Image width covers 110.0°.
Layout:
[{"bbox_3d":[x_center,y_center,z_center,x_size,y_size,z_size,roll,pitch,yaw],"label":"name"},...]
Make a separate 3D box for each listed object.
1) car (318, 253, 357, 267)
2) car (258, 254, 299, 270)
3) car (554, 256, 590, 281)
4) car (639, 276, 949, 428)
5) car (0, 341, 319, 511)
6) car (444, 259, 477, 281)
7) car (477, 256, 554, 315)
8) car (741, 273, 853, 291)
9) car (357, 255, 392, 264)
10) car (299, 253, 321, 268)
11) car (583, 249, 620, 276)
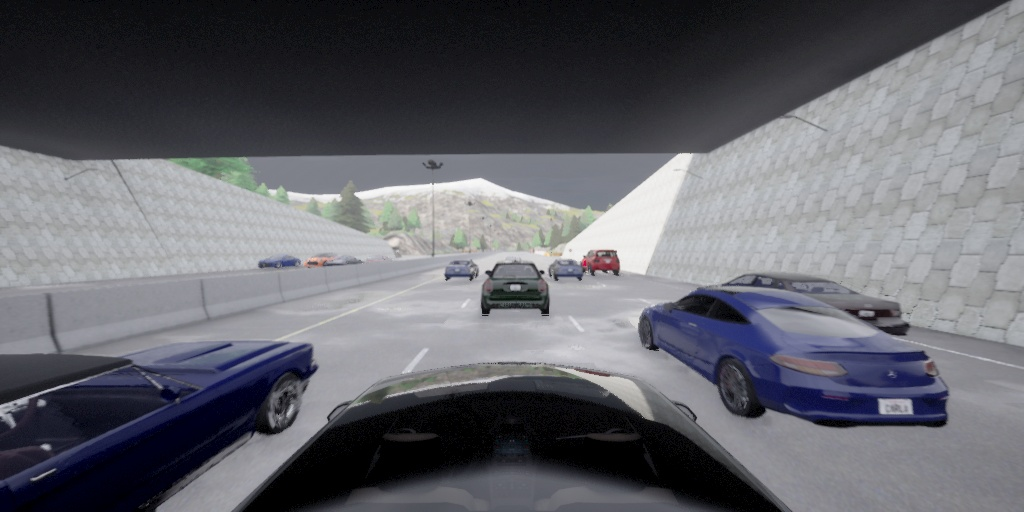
[{"bbox_3d":[-17.563,0.663,37.489,2.033,1.411,5.357,0,1,0],"label":"car"},{"bbox_3d":[-24.556,0.584,37.998,1.882,1.535,5.008,0,1,0],"label":"car"},{"bbox_3d":[3.617,0.889,24.744,2.033,1.411,5.357,0,1,0],"label":"car"},{"bbox_3d":[3.587,1.206,5.656,1.812,1.442,4.674,0,1,0],"label":"car"},{"bbox_3d":[-3.401,1.338,2.439,1.895,1.301,4.718,0,1,0],"label":"car"},{"bbox_3d":[-3.384,0.889,24.746,2.033,1.411,5.357,0,1,0],"label":"car"},{"bbox_3d":[0.104,0.908,12.611,2.097,1.767,4.553,0,1,0],"label":"car"},{"bbox_3d":[7.101,1.156,9.689,2.033,1.411,5.357,0,1,0],"label":"car"},{"bbox_3d":[-14.060,0.639,37.629,1.812,1.442,4.674,0,1,0],"label":"car"},{"bbox_3d":[-21.051,0.422,40.013,2.097,1.767,4.553,0,1,0],"label":"car"},{"bbox_3d":[7.121,0.483,29.262,2.150,2.045,5.566,0,1,0],"label":"car"}]
